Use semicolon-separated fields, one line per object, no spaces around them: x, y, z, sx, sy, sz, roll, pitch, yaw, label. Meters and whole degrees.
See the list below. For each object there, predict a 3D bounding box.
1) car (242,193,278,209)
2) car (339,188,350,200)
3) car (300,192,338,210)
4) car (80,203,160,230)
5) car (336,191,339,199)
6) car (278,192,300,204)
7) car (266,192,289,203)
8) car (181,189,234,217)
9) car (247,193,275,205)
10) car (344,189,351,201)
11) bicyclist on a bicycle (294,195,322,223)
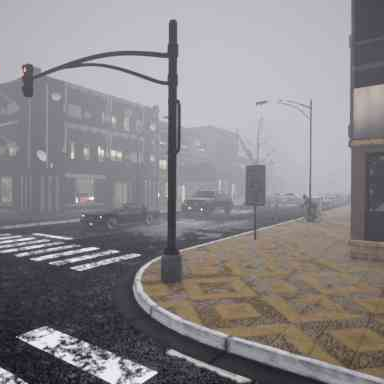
7.103;1.014;35.372;1.895;1.301;4.718;1;1;35;car
24.237;0.572;54.535;2.033;1.411;5.357;1;1;36;car
12.673;0.993;33.051;2.008;1.369;4.403;2;2;35;car
-4.050;1.334;19.284;1.895;1.301;4.718;1;1;35;car
18.555;0.788;46.299;1.895;1.301;4.718;1;1;35;car
12.977;0.771;43.784;1.812;1.442;4.674;1;1;34;car
12.126;0.767;47.226;1.802;1.307;4.206;2;2;35;car
1.392;0.798;27.124;2.150;2.045;5.566;1;1;35;car
8.886;0.821;42.604;1.887;1.381;4.507;2;2;35;car
25.436;0.619;51.669;1.887;1.381;4.507;2;2;35;car
6.797;1.003;19.582;1.656;1.620;0.582;0;1;35;bicyclist on a bicycle
